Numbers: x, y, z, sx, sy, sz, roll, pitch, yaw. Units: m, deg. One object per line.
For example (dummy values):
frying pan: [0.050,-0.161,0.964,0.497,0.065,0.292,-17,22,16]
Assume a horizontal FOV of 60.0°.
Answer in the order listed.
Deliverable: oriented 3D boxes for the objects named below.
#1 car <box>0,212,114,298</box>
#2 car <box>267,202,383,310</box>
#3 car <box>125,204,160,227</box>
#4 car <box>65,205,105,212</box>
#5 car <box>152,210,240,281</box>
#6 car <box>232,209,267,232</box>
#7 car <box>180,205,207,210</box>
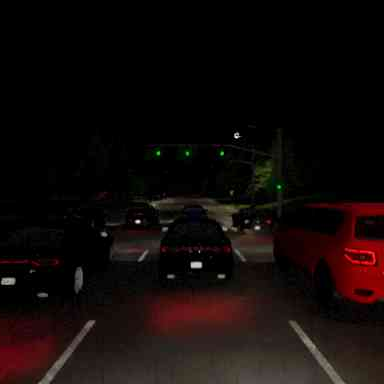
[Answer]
car: [-3.401,1.513,8.658,1.882,1.535,5.008,0,0,0]
car: [3.598,1.254,8.013,2.150,2.045,5.566,0,0,0]
car: [-3.404,1.602,23.323,1.837,1.490,4.892,0,0,0]
car: [-6.903,1.595,21.526,1.837,1.490,4.892,0,0,0]
car: [0.097,1.519,10.042,1.882,1.535,5.008,0,0,0]
car: [3.598,1.685,20.496,1.895,1.301,4.718,0,0,0]
car: [0.098,1.620,23.019,1.812,1.442,4.674,0,0,0]
